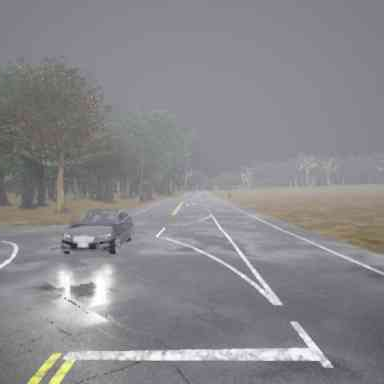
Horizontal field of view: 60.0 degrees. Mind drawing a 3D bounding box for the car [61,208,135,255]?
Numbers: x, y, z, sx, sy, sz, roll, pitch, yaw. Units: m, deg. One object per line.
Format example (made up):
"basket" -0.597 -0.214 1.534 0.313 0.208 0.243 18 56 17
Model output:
"car" -3.484 1.404 13.088 2.128 1.511 4.902 0 1 0
